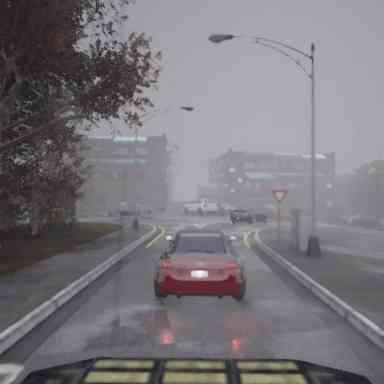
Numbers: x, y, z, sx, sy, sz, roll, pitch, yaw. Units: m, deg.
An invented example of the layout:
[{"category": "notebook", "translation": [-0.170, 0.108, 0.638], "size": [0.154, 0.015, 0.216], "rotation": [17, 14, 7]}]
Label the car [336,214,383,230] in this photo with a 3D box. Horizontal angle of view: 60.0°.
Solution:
[{"category": "car", "translation": [20.906, 3.562, 41.252], "size": [4.553, 1.767, 2.097], "rotation": [5, -2, -11]}]

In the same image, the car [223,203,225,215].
[{"category": "car", "translation": [3.897, 2.153, 43.208], "size": [2.185, 1.767, 4.553], "rotation": [4, -3, -32]}]

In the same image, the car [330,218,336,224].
[{"category": "car", "translation": [21.606, 3.970, 46.716], "size": [2.002, 1.452, 4.674], "rotation": [6, -3, -31]}]

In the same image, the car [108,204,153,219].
[{"category": "car", "translation": [-6.720, 2.121, 36.499], "size": [4.902, 1.511, 2.128], "rotation": [-2, -1, -4]}]

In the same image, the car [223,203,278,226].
[{"category": "car", "translation": [5.104, 2.009, 28.417], "size": [2.128, 1.511, 4.902], "rotation": [2, -2, 36]}]

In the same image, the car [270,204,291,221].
[{"category": "car", "translation": [9.845, 2.556, 44.388], "size": [2.435, 2.045, 5.566], "rotation": [7, -3, -31]}]

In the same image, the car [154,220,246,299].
[{"category": "car", "translation": [0.226, 1.631, 8.604], "size": [1.994, 1.385, 4.181], "rotation": [0, -1, 2]}]

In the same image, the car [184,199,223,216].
[{"category": "car", "translation": [1.029, 1.869, 42.559], "size": [2.435, 2.045, 5.566], "rotation": [1, -2, -31]}]

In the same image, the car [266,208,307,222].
[{"category": "car", "translation": [12.664, 3.083, 45.150], "size": [1.946, 1.575, 5.366], "rotation": [6, -3, -31]}]
